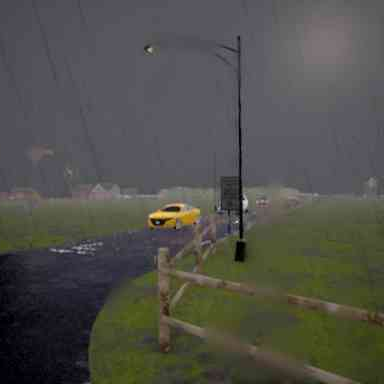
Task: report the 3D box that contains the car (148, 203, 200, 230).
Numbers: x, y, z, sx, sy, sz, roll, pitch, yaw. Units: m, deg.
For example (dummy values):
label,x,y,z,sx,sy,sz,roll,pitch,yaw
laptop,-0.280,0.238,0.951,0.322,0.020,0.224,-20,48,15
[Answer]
label,x,y,z,sx,sy,sz,roll,pitch,yaw
car,-1.054,1.541,21.852,1.882,1.535,5.008,-1,0,23

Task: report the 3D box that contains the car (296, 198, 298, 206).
label,x,y,z,sx,sy,sz,roll,pitch,yaw
car,17.375,1.552,57.660,1.882,1.535,5.008,-1,0,23

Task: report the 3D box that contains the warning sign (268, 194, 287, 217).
label,x,y,z,sx,sy,sz,roll,pitch,yaw
warning sign,7.075,1.121,27.443,1.300,1.860,1.060,-1,-1,23

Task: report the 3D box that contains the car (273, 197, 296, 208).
label,x,y,z,sx,sy,sz,roll,pitch,yaw
car,13.508,1.658,48.565,1.895,1.301,4.718,-1,0,23

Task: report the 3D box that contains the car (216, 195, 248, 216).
label,x,y,z,sx,sy,sz,roll,pitch,yaw
car,4.290,1.291,34.410,2.150,2.045,5.566,-1,-1,23

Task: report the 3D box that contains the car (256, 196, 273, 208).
label,x,y,z,sx,sy,sz,roll,pitch,yaw
car,10.953,1.451,49.835,2.097,1.767,4.553,-1,0,23
